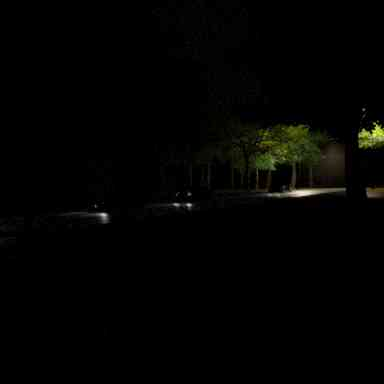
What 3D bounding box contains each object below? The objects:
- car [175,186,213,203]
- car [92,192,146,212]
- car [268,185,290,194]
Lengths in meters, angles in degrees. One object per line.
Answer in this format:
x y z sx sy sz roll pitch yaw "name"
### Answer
0.268 0.152 35.109 2.097 1.767 4.553 -1 2 38 "car"
-5.862 0.719 27.136 1.812 1.442 4.674 -1 2 39 "car"
13.780 -0.423 52.550 1.895 1.301 4.718 -1 2 38 "car"
